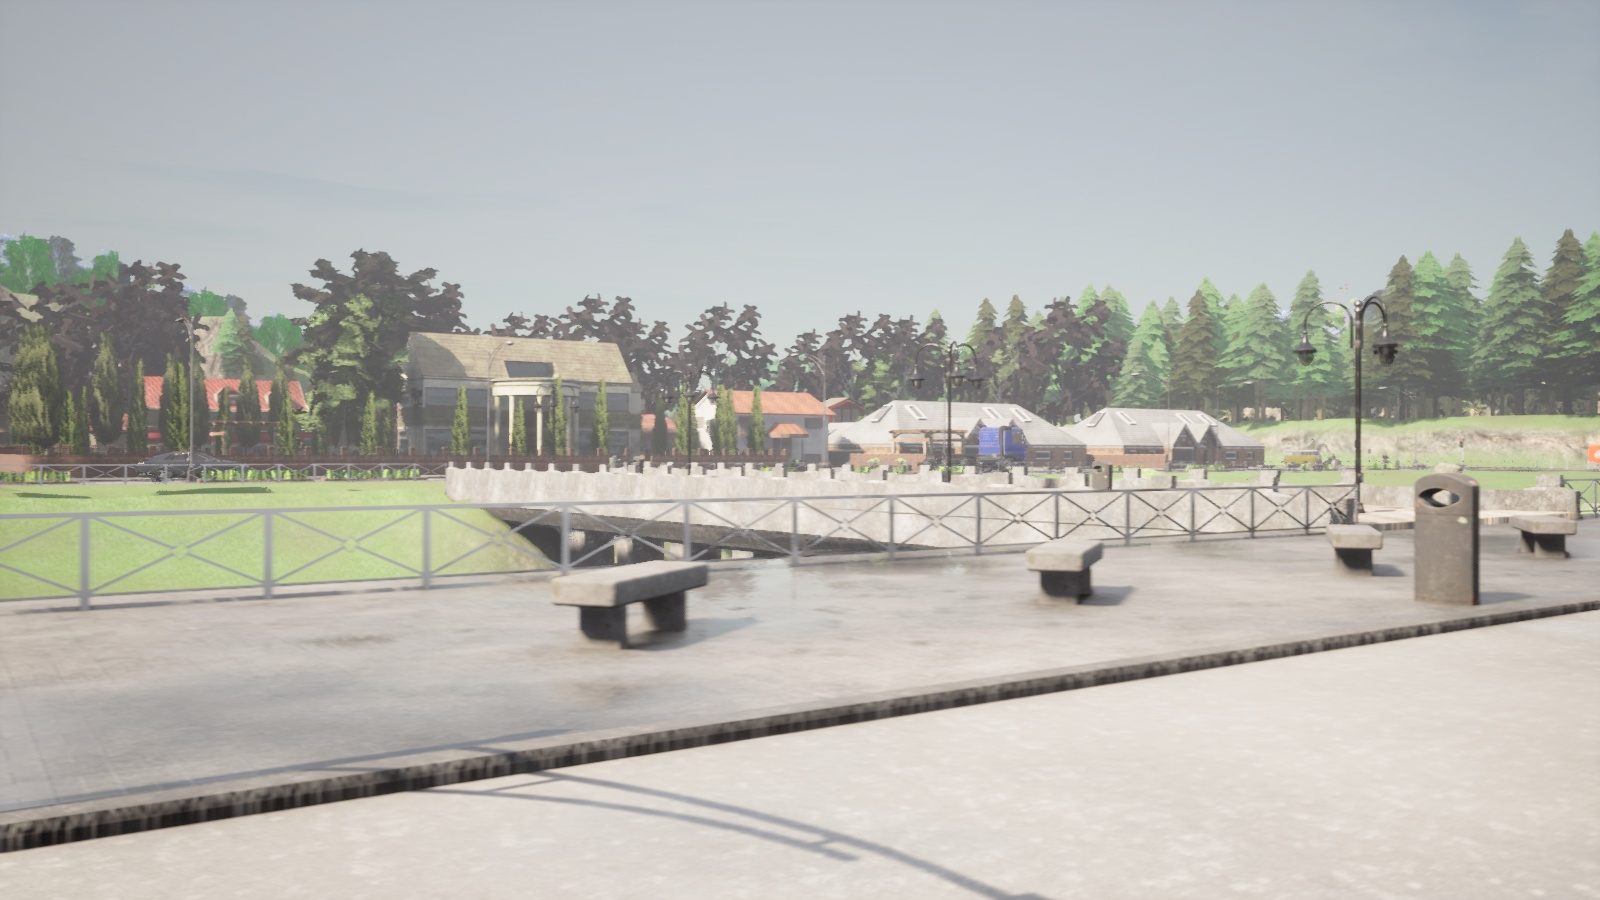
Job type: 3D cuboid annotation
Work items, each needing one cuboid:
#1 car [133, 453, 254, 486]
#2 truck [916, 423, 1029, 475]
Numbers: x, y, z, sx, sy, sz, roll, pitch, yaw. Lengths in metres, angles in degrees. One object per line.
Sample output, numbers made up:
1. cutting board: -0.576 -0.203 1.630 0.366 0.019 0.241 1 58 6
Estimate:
1. car: -28.685 0.907 59.460 4.902 1.511 2.128 0 0 -35
2. truck: 12.127 -0.047 87.858 7.936 3.462 2.891 0 0 -35
